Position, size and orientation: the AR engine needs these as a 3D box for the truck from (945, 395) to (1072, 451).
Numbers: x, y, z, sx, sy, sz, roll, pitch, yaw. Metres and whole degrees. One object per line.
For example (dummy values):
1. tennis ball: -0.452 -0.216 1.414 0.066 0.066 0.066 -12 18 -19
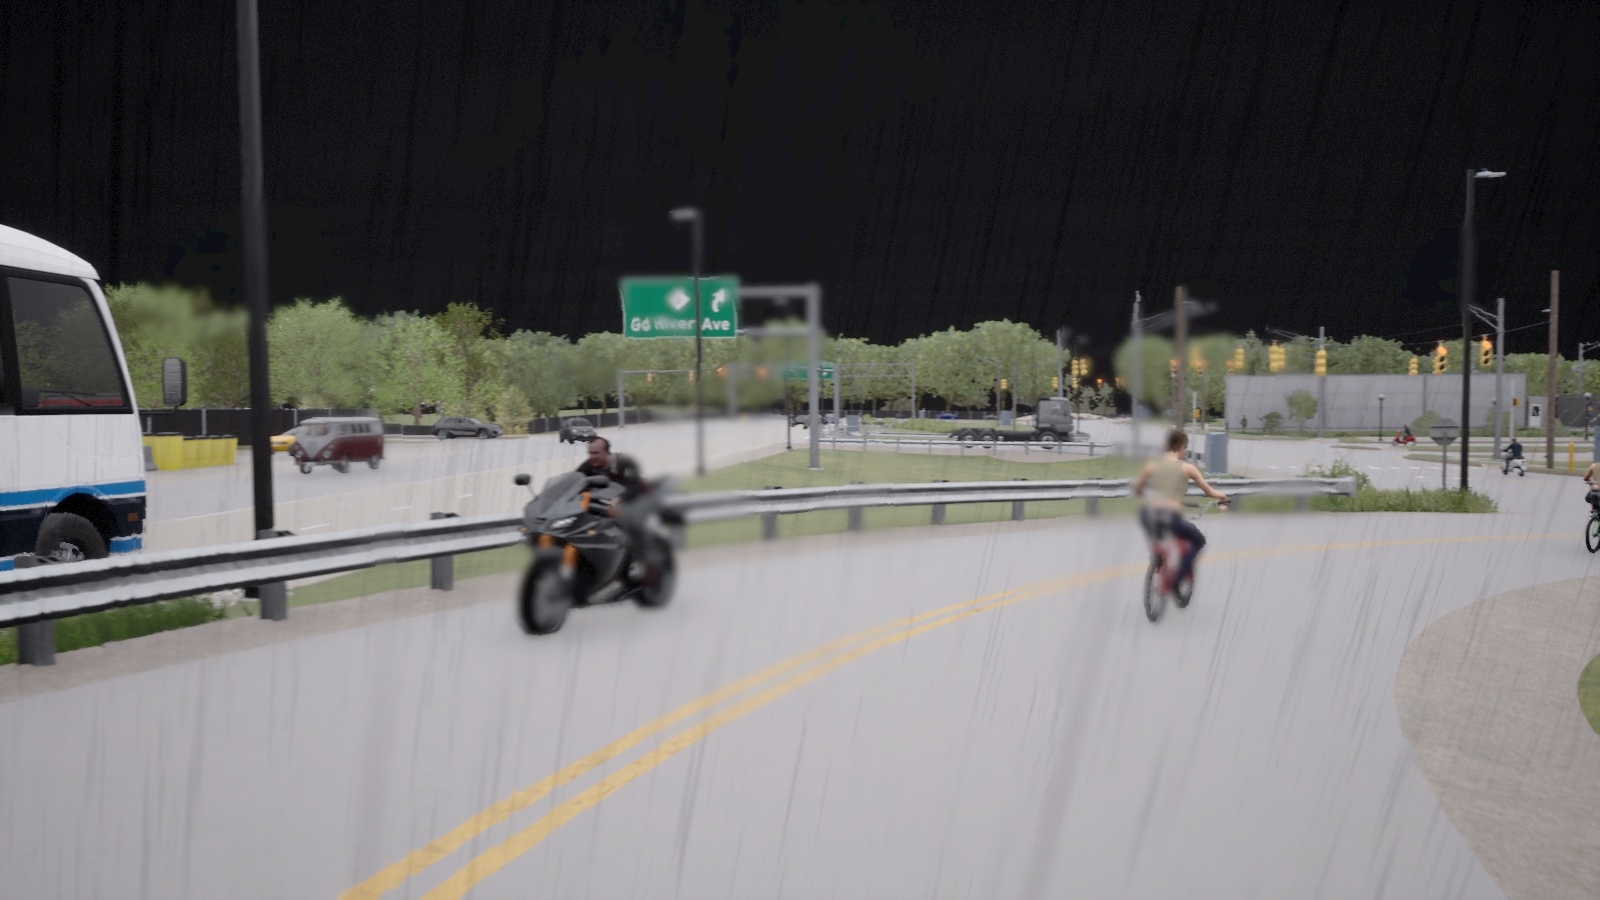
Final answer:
1. truck: 13.437 -1.790 81.469 7.936 3.462 2.891 1 2 6

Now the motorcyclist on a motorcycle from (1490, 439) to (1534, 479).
1. motorcyclist on a motorcycle: 29.342 0.346 51.812 0.866 1.590 1.817 0 2 4

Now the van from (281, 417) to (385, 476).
1. van: -16.725 -0.182 45.234 1.775 1.987 4.442 0 2 5

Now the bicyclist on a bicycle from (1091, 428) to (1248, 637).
1. bicyclist on a bicycle: 3.188 0.644 10.749 0.866 1.612 1.509 3 2 31

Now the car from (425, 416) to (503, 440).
1. car: -23.552 -1.551 88.118 4.856 1.649 2.033 0 2 5

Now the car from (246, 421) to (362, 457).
1. car: -23.349 -0.547 59.344 1.801 1.575 5.366 1 2 24

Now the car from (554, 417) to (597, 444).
1. car: -14.252 -1.265 79.619 1.851 1.617 3.988 -1 2 -23

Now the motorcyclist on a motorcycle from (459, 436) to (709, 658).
1. motorcyclist on a motorcycle: -1.631 0.666 9.956 0.866 1.530 2.191 1 1 24

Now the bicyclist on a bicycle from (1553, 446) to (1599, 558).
1. bicyclist on a bicycle: 12.243 0.768 18.984 1.509 1.612 0.866 1 2 -36

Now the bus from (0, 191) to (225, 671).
1. bus: -9.192 -0.112 9.789 3.944 4.253 10.273 0 2 5
